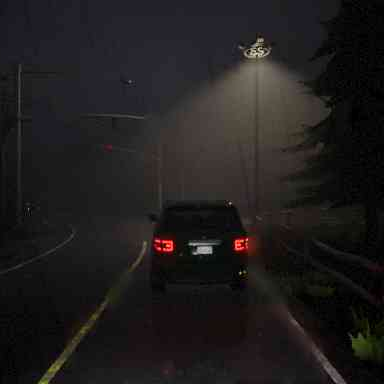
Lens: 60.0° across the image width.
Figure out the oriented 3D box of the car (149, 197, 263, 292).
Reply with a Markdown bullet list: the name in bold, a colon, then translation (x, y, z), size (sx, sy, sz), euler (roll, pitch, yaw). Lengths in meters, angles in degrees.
- **car**: translation (0.010, 1.221, 9.128), size (2.150, 2.045, 5.566), euler (0, 0, -5)

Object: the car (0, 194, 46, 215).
- **car**: translation (-17.568, 1.221, 34.203), size (5.566, 2.045, 2.150), euler (0, 0, 30)

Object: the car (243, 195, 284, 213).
- **car**: translation (5.350, 1.248, 29.437), size (5.566, 2.045, 2.150), euler (0, 0, -12)
